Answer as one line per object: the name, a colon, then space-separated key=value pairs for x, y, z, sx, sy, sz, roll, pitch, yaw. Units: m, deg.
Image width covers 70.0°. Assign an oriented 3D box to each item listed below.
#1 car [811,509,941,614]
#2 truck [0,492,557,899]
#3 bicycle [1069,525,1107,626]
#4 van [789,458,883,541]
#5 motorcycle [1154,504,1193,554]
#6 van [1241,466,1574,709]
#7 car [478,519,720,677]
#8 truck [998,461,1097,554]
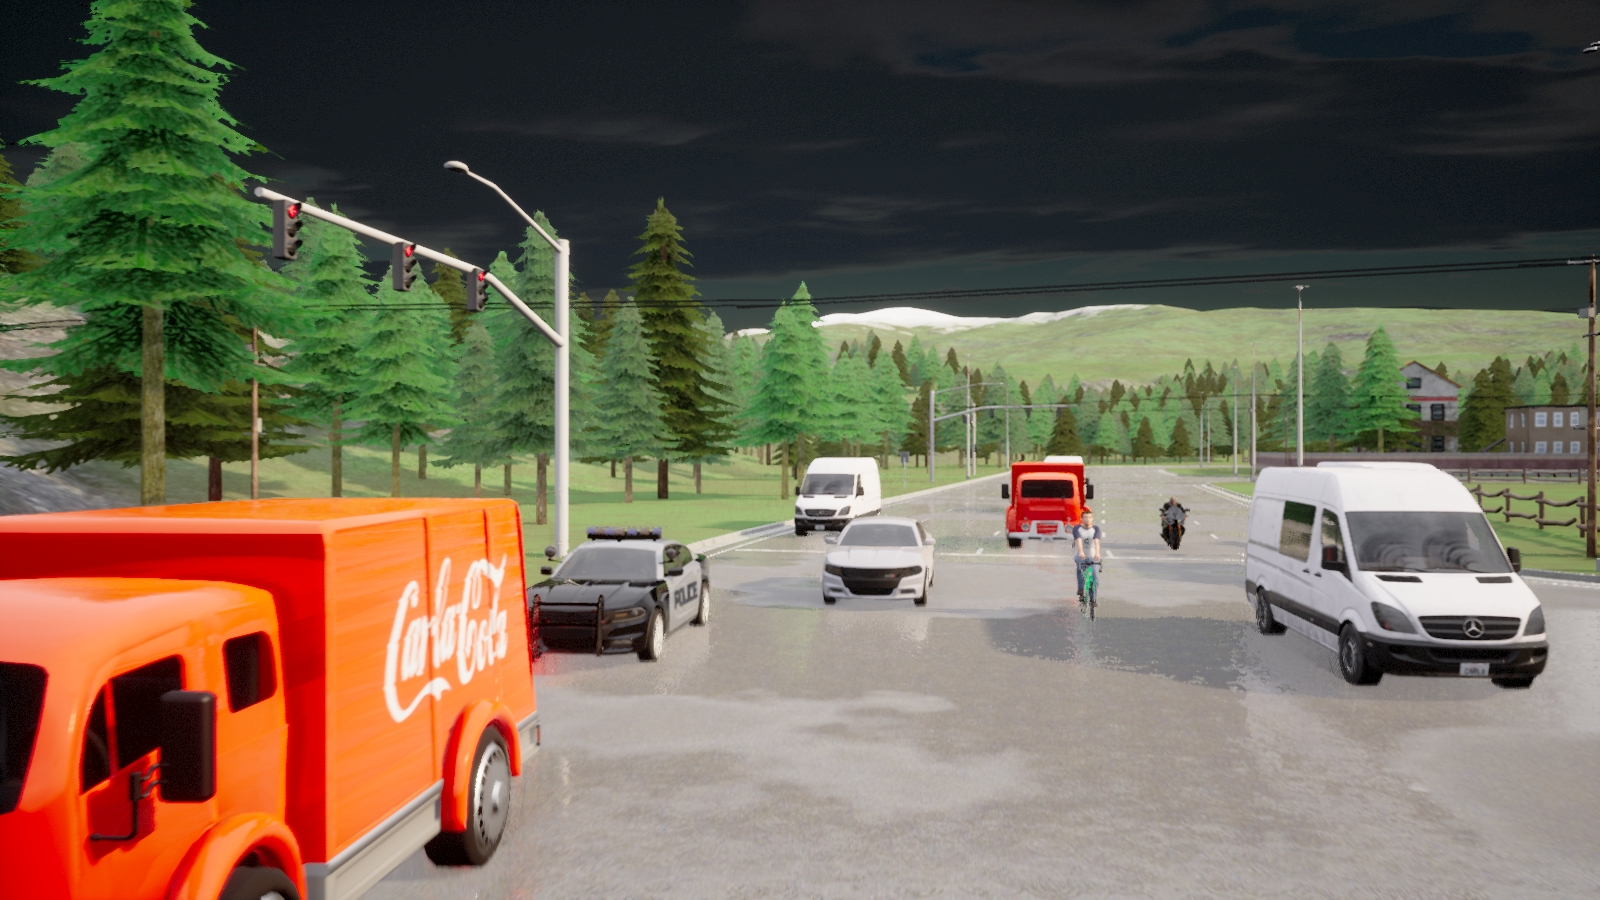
car: x=1.612 y=2.050 z=22.217 sx=2.097 sy=1.535 sz=5.006 roll=0 pitch=0 yaw=9
truck: x=-3.380 y=1.574 z=6.595 sx=2.627 sy=2.467 sz=5.204 roll=0 pitch=0 yaw=3
bicycle: x=4.822 y=2.070 z=19.180 sx=0.373 sy=1.496 sz=1.643 roll=0 pitch=0 yaw=6
van: x=1.344 y=1.561 z=38.844 sx=1.988 sy=2.561 sz=5.915 roll=0 pitch=0 yaw=14
motorcycle: x=10.671 y=2.228 z=32.710 sx=0.867 sy=1.251 sz=2.209 roll=0 pitch=0 yaw=13
van: x=7.801 y=1.546 z=15.519 sx=1.988 sy=2.561 sz=5.915 roll=0 pitch=0 yaw=7
car: x=-2.714 y=1.994 z=16.888 sx=2.097 sy=1.638 sz=5.238 roll=0 pitch=0 yaw=7
truck: x=7.308 y=1.591 z=33.717 sx=2.627 sy=2.467 sz=5.204 roll=0 pitch=0 yaw=13
